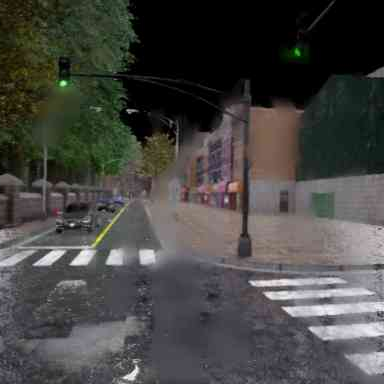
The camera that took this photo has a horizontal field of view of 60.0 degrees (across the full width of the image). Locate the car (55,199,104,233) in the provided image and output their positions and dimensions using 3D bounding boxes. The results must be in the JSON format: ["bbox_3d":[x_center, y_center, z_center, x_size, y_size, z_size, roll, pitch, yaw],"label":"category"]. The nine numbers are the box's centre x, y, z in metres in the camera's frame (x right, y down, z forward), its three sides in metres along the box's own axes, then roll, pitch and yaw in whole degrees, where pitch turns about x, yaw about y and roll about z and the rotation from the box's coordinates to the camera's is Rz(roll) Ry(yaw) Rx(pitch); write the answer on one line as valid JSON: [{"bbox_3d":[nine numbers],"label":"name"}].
[{"bbox_3d":[-6.341,1.389,18.912,1.837,1.490,4.892,1,0,-9],"label":"car"}]

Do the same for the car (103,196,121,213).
[{"bbox_3d":[-8.891,1.414,34.532,2.033,1.411,5.357,1,0,-9],"label":"car"}]

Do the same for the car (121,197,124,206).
[{"bbox_3d":[-11.748,1.403,52.584,1.882,1.535,5.008,1,0,-9],"label":"car"}]
